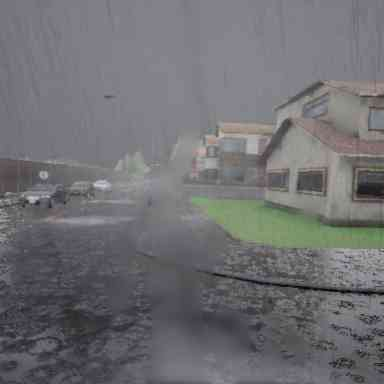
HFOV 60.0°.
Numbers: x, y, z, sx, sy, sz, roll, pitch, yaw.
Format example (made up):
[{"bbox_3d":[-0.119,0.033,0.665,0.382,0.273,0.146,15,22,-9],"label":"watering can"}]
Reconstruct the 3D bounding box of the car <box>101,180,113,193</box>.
[{"bbox_3d":[-11.033,-0.698,40.989,1.812,1.442,4.674,2,2,-4],"label":"car"}]

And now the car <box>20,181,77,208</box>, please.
[{"bbox_3d":[-9.432,0.166,21.691,2.128,1.511,4.902,2,2,-5],"label":"car"}]

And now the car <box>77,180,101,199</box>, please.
[{"bbox_3d":[-10.212,-0.258,31.069,1.837,1.490,4.892,2,2,-4],"label":"car"}]
